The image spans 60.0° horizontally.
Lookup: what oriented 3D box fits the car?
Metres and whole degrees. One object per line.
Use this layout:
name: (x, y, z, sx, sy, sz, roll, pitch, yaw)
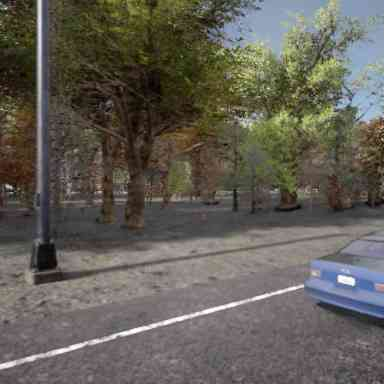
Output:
car: (4.641, 1.526, 7.059, 5.357, 1.411, 2.033, 0, 0, -35)
